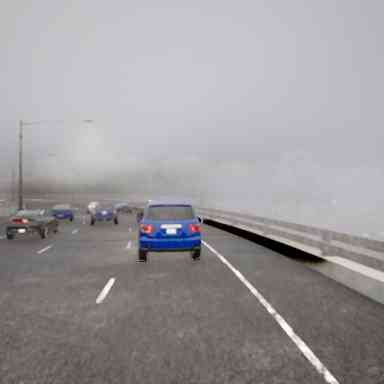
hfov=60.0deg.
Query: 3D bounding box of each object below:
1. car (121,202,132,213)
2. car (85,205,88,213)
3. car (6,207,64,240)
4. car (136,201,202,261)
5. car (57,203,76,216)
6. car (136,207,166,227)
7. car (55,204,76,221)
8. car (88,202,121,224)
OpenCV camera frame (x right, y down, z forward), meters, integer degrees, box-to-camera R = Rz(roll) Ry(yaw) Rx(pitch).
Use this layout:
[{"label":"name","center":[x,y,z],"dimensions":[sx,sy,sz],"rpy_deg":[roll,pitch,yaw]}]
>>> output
[{"label":"car","center":[-9.245,2.071,44.080],"dimensions":[1.812,1.442,4.674],"rpy_deg":[0,-1,-22]},{"label":"car","center":[-12.503,2.072,42.826],"dimensions":[1.812,1.442,4.674],"rpy_deg":[0,-1,-22]},{"label":"car","center":[-8.857,1.757,18.838],"dimensions":[1.837,1.490,4.892],"rpy_deg":[0,-2,-10]},{"label":"car","center":[-0.965,1.378,13.237],"dimensions":[2.150,2.045,5.566],"rpy_deg":[0,-1,-7]},{"label":"car","center":[-15.143,2.091,40.028],"dimensions":[1.994,1.385,4.181],"rpy_deg":[0,-1,-22]},{"label":"car","center":[-3.464,1.927,27.092],"dimensions":[1.895,1.301,4.718],"rpy_deg":[0,-1,-14]},{"label":"car","center":[-11.991,1.888,31.067],"dimensions":[1.882,1.535,5.008],"rpy_deg":[0,-1,-17]},{"label":"car","center":[-7.412,1.708,28.187],"dimensions":[2.097,1.767,4.553],"rpy_deg":[0,-1,-15]}]
